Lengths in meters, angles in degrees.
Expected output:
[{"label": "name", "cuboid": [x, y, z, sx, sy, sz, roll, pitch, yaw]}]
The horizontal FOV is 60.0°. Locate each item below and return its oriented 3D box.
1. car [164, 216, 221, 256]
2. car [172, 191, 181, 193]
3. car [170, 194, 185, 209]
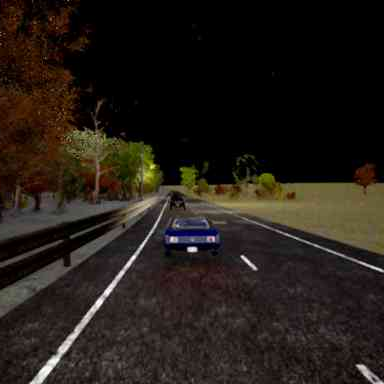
[{"label": "car", "cuboid": [-0.117, 1.573, 13.029, 1.895, 1.301, 4.718, 0, 0, -3]}, {"label": "car", "cuboid": [-4.746, 1.249, 91.933, 1.812, 1.442, 4.674, 0, 0, -3]}, {"label": "car", "cuboid": [-1.878, 1.383, 43.089, 1.882, 1.535, 5.008, 0, 0, -3]}]
